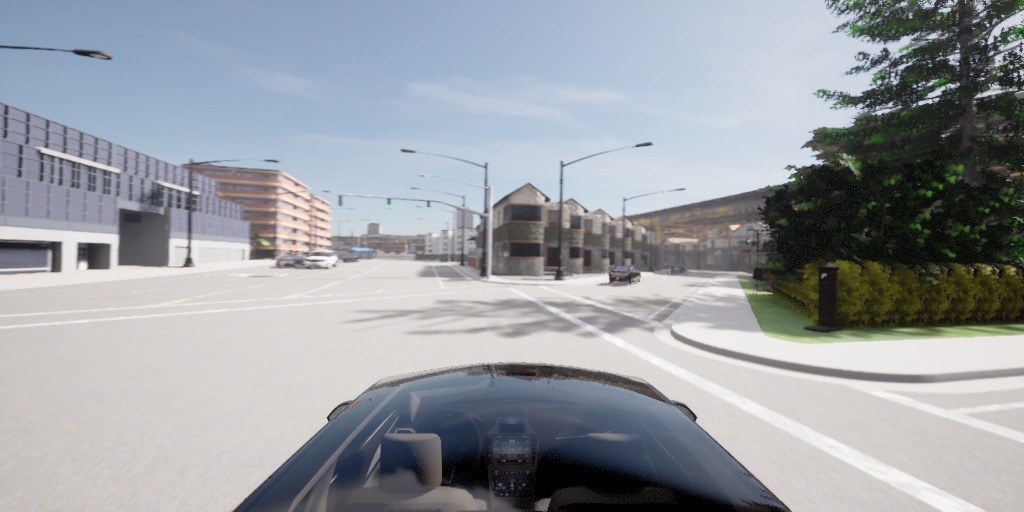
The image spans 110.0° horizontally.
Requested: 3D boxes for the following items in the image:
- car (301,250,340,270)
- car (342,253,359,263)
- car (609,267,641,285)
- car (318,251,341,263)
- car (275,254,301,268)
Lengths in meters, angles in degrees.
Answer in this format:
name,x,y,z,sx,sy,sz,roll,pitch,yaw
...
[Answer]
name,x,y,z,sx,sy,sz,roll,pitch,yaw
car,-21.227,0.397,40.116,2.150,2.045,5.566,1,1,-13
car,-24.852,0.321,55.310,1.837,1.490,4.892,1,1,-13
car,9.771,1.656,30.860,2.128,1.511,4.902,1,-1,32
car,-28.747,0.068,56.611,2.097,1.767,4.553,1,0,-13
car,-24.917,0.556,40.493,2.128,1.511,4.902,1,1,-13
